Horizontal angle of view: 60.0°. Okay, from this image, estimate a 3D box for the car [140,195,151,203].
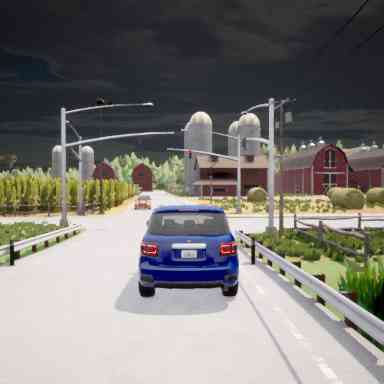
[{"bbox_3d":[-8.849,1.234,63.135,1.994,1.385,4.181,0,1,-7],"label":"car"}]

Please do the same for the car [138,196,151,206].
[{"bbox_3d":[-7.602,1.393,53.170,1.994,1.385,4.181,0,1,-8],"label":"car"}]

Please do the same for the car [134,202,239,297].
[{"bbox_3d":[-0.109,1.365,9.053,2.150,2.045,5.566,0,-2,-1],"label":"car"}]

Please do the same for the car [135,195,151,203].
[{"bbox_3d":[-6.390,1.335,43.508,2.097,1.767,4.553,0,1,-7],"label":"car"}]
